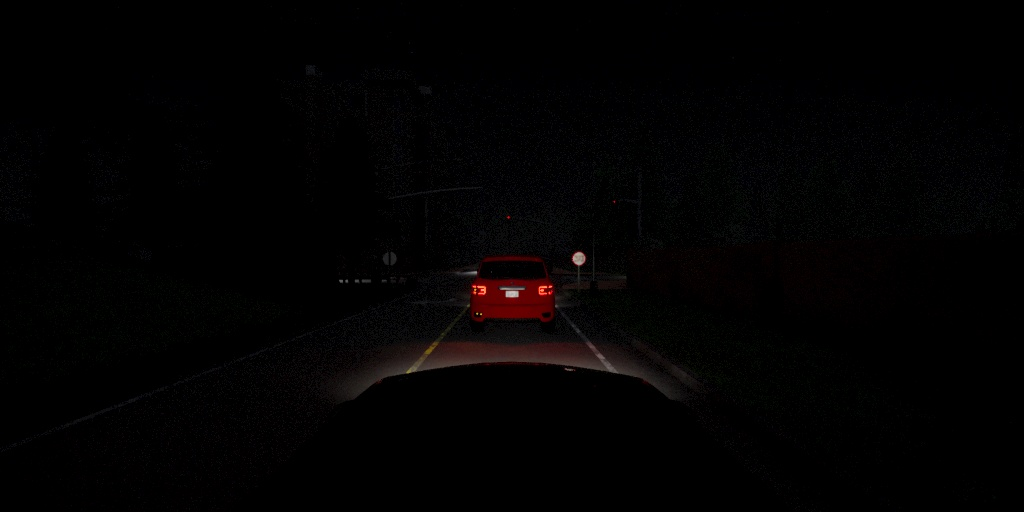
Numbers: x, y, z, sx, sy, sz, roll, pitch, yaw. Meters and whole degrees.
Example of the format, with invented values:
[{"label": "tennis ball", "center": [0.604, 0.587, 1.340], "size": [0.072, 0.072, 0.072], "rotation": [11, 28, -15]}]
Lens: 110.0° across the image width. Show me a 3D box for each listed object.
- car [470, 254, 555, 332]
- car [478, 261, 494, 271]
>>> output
[{"label": "car", "center": [0.052, 0.971, 10.958], "size": [2.150, 2.045, 5.566], "rotation": [0, 0, 1]}, {"label": "car", "center": [-3.547, 1.351, 50.129], "size": [1.895, 1.301, 4.718], "rotation": [0, 0, 0]}]
